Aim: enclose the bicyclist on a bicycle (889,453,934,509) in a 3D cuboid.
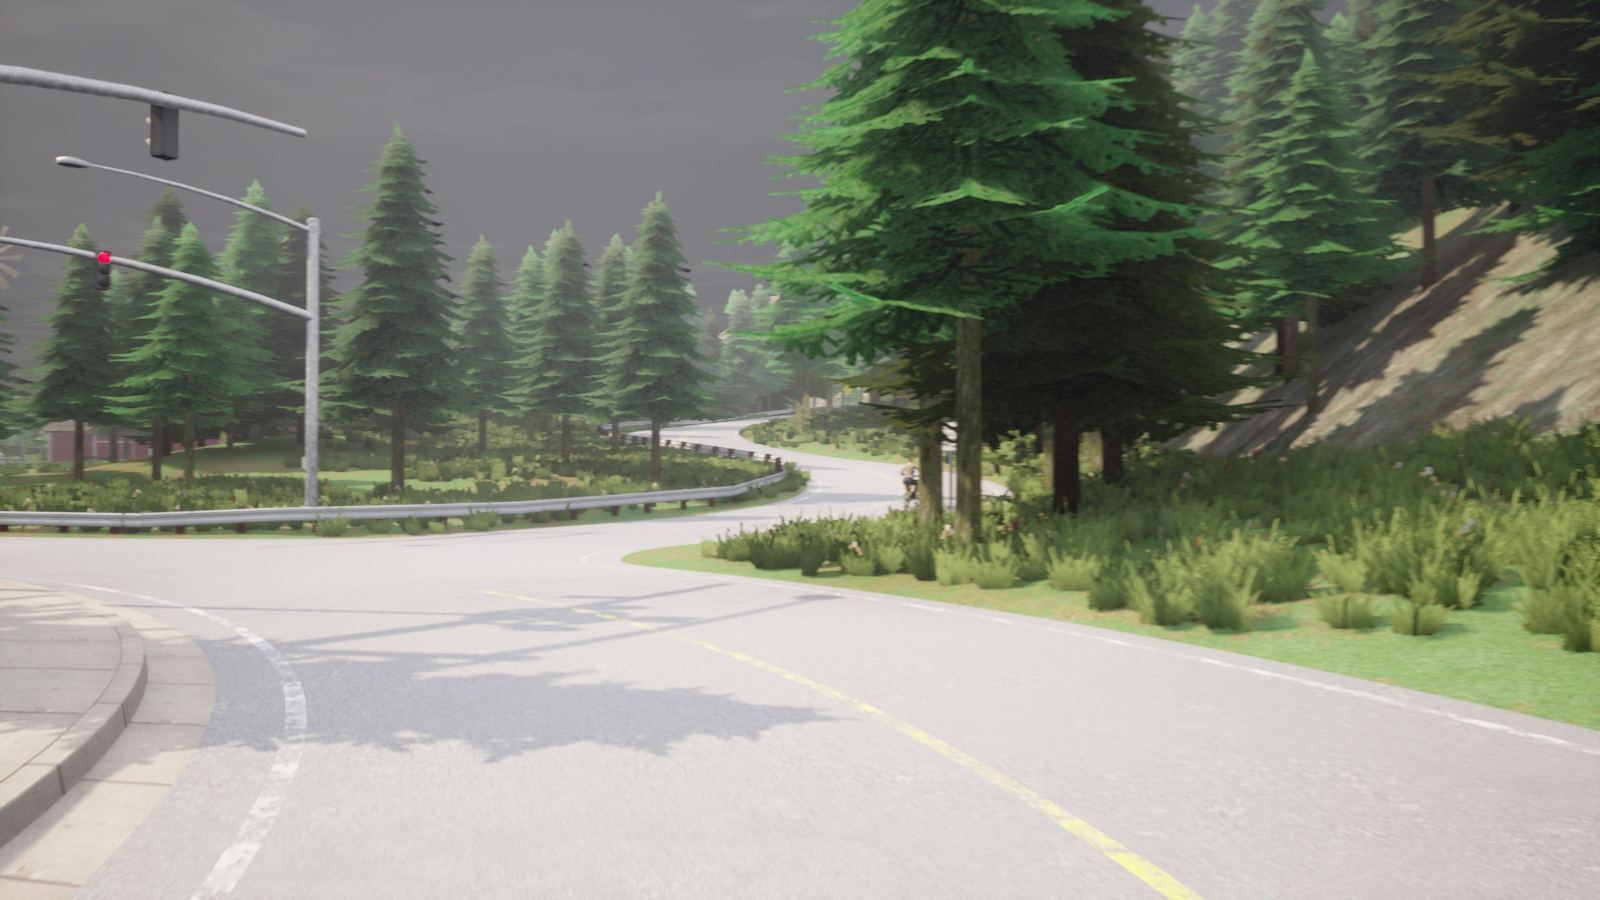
[{"bbox_3d":[3.414,0.933,38.364,0.866,1.612,1.509,-2,1,24],"label":"bicyclist on a bicycle"}]
